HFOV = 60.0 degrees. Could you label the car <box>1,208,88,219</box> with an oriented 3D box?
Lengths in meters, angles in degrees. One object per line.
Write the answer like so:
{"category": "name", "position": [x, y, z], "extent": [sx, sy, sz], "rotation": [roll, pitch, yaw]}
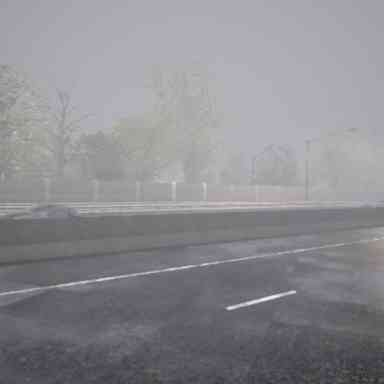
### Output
{"category": "car", "position": [-7.057, 1.637, 16.158], "extent": [4.718, 1.301, 1.895], "rotation": [1, 0, -36]}

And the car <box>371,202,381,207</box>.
{"category": "car", "position": [26.599, 1.999, 44.424], "extent": [4.902, 1.511, 2.128], "rotation": [1, 0, -35]}

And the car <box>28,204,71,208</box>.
{"category": "car", "position": [-8.265, 1.610, 19.594], "extent": [4.181, 1.385, 1.994], "rotation": [1, 0, -35]}

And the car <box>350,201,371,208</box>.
{"category": "car", "position": [24.272, 2.029, 47.062], "extent": [4.674, 1.442, 1.812], "rotation": [1, 0, -35]}

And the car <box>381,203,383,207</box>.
{"category": "car", "position": [12.058, 1.425, 16.653], "extent": [5.566, 2.045, 2.150], "rotation": [0, 0, -36]}
